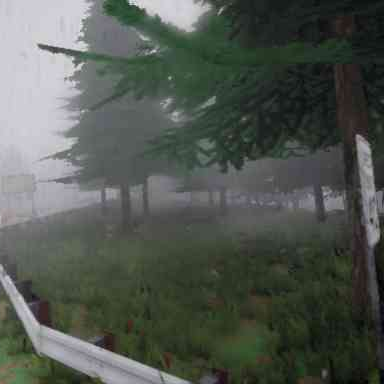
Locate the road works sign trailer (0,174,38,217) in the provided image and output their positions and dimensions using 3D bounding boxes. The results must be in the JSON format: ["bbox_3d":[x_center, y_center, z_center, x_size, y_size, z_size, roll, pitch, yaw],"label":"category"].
[{"bbox_3d":[-13.210,0.460,25.815,2.380,3.560,2.880,-5,1,-2],"label":"road works sign trailer"}]

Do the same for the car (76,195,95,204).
[{"bbox_3d":[-16.865,1.197,53.035,1.812,1.442,4.674,-5,1,1],"label":"car"}]
